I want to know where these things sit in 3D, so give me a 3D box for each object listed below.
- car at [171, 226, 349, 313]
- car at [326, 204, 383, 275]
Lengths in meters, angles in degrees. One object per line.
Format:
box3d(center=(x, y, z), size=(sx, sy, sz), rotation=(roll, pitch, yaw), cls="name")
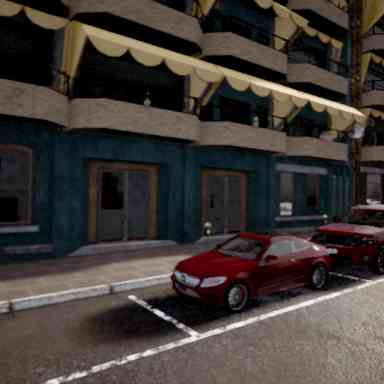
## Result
box3d(center=(1.527, 1.599, 7.634), size=(4.206, 1.307, 1.802), rotation=(0, 1, -35), cls="car")
box3d(center=(6.026, 1.350, 10.837), size=(5.009, 1.841, 2.192), rotation=(0, 1, -35), cls="car")
